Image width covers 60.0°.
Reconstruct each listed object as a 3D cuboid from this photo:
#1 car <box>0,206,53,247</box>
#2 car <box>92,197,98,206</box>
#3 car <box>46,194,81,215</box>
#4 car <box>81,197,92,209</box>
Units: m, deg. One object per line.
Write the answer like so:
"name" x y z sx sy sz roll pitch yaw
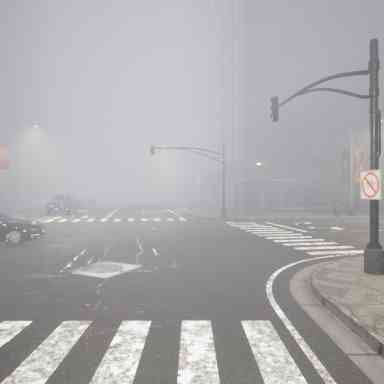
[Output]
"car" -8.932 1.507 14.314 4.892 1.490 1.837 0 0 -9
"car" -16.518 1.516 54.104 1.882 1.535 5.008 0 0 -9
"car" -13.306 1.239 34.212 2.150 2.045 5.566 0 0 -9
"car" -14.914 1.591 44.072 1.994 1.385 4.181 0 0 -10
